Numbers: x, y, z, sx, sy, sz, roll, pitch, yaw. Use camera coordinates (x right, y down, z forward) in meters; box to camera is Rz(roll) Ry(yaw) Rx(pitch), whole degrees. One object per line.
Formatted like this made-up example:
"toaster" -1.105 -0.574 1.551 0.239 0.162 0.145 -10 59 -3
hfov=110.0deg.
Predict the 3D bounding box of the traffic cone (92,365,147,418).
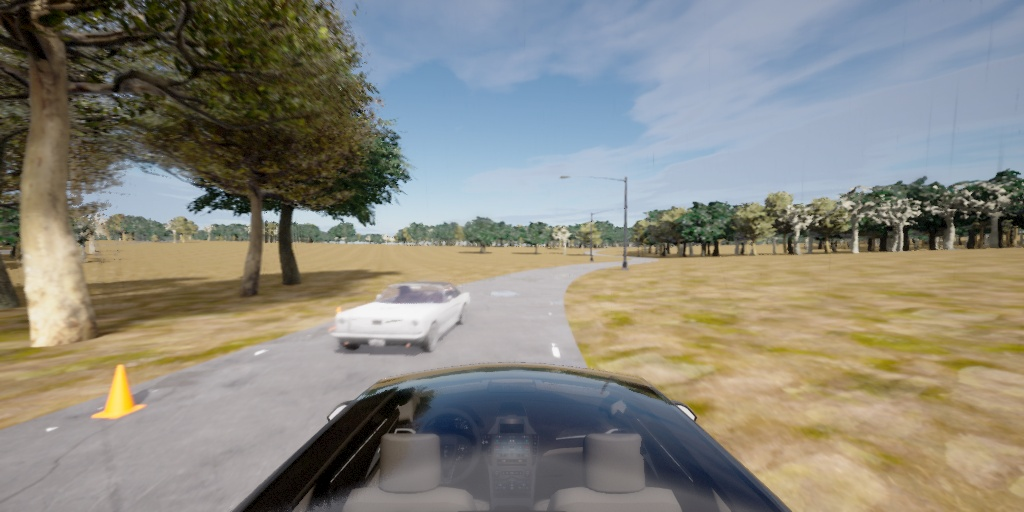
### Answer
"traffic cone" -4.935 1.670 4.521 0.340 0.580 0.340 0 0 2

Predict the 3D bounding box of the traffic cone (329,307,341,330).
"traffic cone" -4.652 1.658 9.638 0.340 0.580 0.340 0 0 5

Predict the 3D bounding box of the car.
"car" -2.371 1.322 8.947 1.895 1.301 4.718 0 0 5

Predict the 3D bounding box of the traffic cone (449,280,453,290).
"traffic cone" -3.379 1.635 19.805 0.340 0.580 0.340 0 0 10
